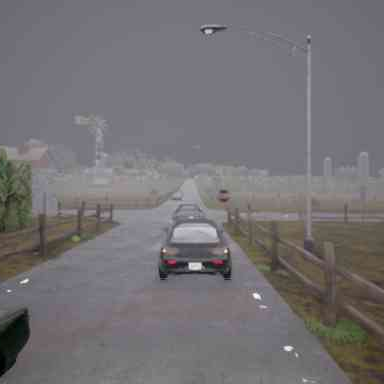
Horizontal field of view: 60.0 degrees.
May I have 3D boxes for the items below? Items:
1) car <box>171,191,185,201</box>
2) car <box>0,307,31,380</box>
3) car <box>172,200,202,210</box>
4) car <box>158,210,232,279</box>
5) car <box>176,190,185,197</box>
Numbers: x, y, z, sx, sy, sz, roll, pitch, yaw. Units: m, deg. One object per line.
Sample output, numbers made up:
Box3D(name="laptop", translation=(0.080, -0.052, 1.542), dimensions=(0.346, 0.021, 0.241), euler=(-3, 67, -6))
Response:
Box3D(name="car", translation=(-2.777, 0.930, 61.737), dimensions=(1.882, 1.535, 5.008), euler=(0, 2, 1))
Box3D(name="car", translation=(-2.846, 1.592, 1.714), dimensions=(1.895, 1.301, 4.718), euler=(0, 0, 0))
Box3D(name="car", translation=(-0.255, 1.465, 21.431), dimensions=(1.994, 1.385, 4.181), euler=(0, 0, -5))
Box3D(name="car", translation=(0.083, 1.481, 9.745), dimensions=(1.812, 1.442, 4.674), euler=(0, 0, 0))
Box3D(name="car", translation=(-2.743, 0.435, 79.201), dimensions=(1.837, 1.490, 4.892), euler=(0, 2, 0))
